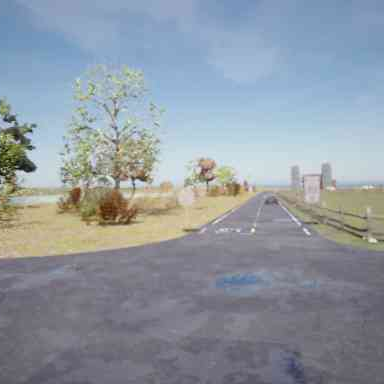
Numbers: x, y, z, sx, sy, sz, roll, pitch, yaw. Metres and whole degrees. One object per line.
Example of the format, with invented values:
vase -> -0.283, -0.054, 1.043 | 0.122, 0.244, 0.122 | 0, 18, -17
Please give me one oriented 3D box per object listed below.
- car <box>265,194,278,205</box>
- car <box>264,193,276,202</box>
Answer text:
car -> 11.882, 1.047, 49.748 | 2.128, 1.511, 4.902 | -1, 0, 13
car -> 14.339, 1.005, 61.202 | 2.033, 1.411, 5.357 | -1, 0, 13
